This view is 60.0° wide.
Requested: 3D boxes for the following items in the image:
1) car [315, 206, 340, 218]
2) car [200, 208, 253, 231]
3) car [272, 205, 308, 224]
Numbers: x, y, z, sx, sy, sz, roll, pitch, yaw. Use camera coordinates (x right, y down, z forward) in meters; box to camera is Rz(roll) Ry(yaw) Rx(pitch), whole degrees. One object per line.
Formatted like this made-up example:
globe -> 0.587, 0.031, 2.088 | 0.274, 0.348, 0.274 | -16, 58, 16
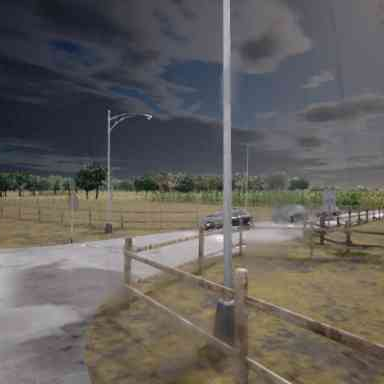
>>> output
car -> 16.817, 2.465, 41.178 | 1.837, 1.490, 4.892 | 1, 0, 40
car -> 2.489, 1.900, 22.781 | 1.837, 1.490, 4.892 | 1, -1, 38
car -> 9.335, 2.003, 31.604 | 2.097, 1.767, 4.553 | 1, -1, 38
